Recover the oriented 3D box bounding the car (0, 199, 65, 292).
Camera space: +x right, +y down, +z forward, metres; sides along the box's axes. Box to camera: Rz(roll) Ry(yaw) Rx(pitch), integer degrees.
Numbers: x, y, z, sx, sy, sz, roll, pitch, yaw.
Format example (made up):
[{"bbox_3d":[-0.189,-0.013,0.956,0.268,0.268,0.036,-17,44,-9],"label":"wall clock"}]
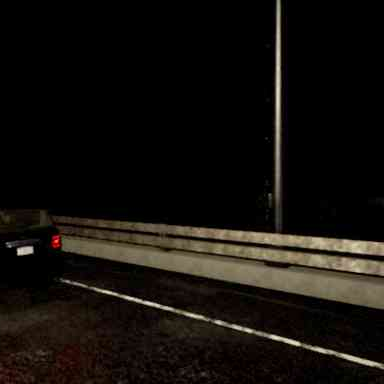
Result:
[{"bbox_3d":[-5.297,1.176,7.767,5.566,2.045,2.150,0,0,35],"label":"car"}]
